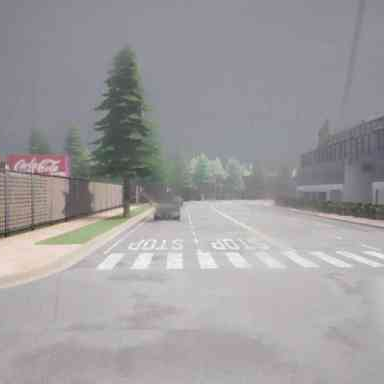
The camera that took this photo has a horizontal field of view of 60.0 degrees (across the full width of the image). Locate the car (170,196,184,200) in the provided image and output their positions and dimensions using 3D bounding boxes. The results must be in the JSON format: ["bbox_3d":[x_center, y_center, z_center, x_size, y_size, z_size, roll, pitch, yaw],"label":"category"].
[{"bbox_3d":[-2.379,1.481,52.496,1.837,1.490,4.892,-2,0,2],"label":"car"}]

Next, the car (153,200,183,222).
[{"bbox_3d":[-1.883,1.573,25.907,1.994,1.385,4.181,0,0,-2],"label":"car"}]
